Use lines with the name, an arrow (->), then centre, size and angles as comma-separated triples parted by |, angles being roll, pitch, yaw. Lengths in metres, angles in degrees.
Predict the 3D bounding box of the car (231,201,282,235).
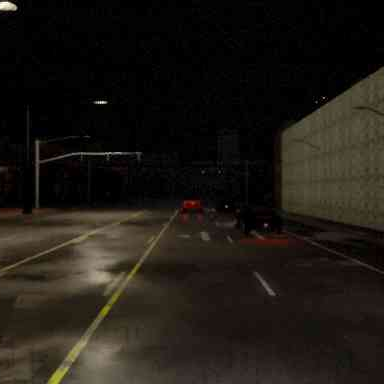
car -> 3.600, 1.436, 18.654 | 1.882, 1.535, 5.008 | 0, 0, 0

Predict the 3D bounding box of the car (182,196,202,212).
car -> 0.002, 1.271, 37.698 | 2.097, 1.767, 4.553 | 0, 0, -2

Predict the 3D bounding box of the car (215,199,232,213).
car -> 3.598, 1.485, 36.278 | 1.994, 1.385, 4.181 | 0, 0, 0
